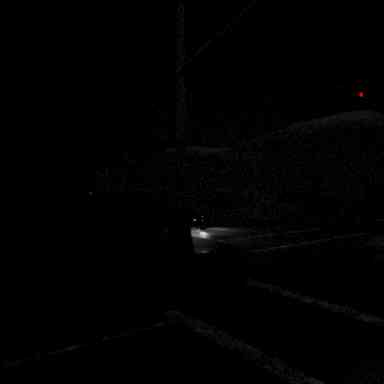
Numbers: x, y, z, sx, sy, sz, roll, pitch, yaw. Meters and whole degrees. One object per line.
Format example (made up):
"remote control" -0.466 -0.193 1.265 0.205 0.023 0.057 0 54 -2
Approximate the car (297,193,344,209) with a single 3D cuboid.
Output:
"car" 15.838 1.087 41.175 1.932 1.855 4.605 0 0 -36

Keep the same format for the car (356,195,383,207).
"car" 26.350 1.285 47.896 2.007 1.523 4.514 0 0 -36

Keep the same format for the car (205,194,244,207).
"car" 4.348 1.290 45.223 2.007 1.523 4.514 0 0 -36

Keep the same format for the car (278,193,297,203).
"car" 18.568 1.063 64.598 1.905 1.878 3.866 0 0 -36

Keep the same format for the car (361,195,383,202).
"car" 37.755 1.365 69.649 1.970 1.475 3.806 0 0 -36

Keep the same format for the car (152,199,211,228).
"car" -1.250 1.310 20.418 1.837 1.490 4.892 0 0 -36

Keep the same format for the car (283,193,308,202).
"car" 20.681 1.082 66.634 1.932 1.855 4.605 0 0 -36

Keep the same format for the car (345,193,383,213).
"car" 17.783 1.068 32.873 1.905 1.878 3.866 0 0 -36

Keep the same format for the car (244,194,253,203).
"car" 8.198 1.143 57.103 2.152 1.636 5.027 0 0 -36
